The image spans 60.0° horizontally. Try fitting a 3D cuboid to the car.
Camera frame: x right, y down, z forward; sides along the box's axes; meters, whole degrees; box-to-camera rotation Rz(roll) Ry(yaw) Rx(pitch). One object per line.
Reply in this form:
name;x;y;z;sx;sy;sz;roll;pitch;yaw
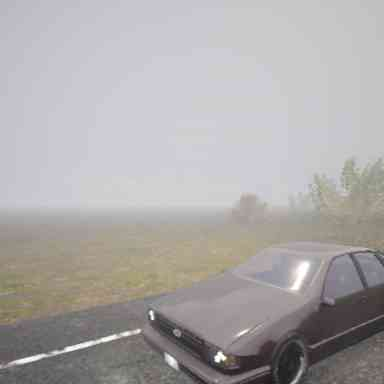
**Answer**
car;1.930;1.561;5.366;5.357;1.411;2.033;0;0;-35
